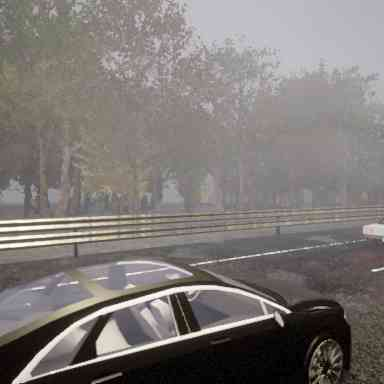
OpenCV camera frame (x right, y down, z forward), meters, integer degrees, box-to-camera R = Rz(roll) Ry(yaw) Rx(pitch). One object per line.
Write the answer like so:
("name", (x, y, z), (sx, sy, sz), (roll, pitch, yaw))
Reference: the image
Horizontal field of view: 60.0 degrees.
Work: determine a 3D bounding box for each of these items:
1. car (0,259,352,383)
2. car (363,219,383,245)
("car", (-0.289, 1.490, 3.445), (4.902, 1.511, 2.128), (0, 0, -35))
("car", (9.404, 1.581, 14.024), (4.718, 1.301, 1.895), (0, 0, -32))
